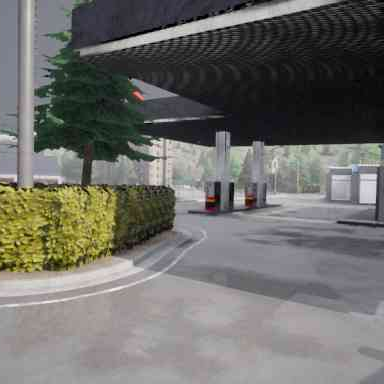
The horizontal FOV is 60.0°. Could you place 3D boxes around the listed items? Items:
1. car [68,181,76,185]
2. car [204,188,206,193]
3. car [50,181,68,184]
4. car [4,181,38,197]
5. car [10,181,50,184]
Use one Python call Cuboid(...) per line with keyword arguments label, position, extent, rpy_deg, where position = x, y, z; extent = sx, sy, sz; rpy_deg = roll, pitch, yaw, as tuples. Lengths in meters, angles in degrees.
Cuboid(label="car", position=(-25.510, -1.285, 68.052), extent=(4.605, 1.855, 1.932), rpy_deg=(2, 2, 35))
Cuboid(label="car", position=(4.818, -0.317, 65.614), extent=(5.027, 1.636, 2.152), rpy_deg=(2, 2, 35))
Cuboid(label="car", position=(-26.845, -1.259, 65.439), extent=(3.866, 1.878, 1.905), rpy_deg=(2, 2, 35))
Cuboid(label="car", position=(-21.810, -0.466, 42.415), extent=(4.605, 1.855, 1.932), rpy_deg=(2, 2, 35))
Cuboid(label="car", position=(-17.271, -0.180, 35.203), extent=(3.866, 1.878, 1.905), rpy_deg=(2, 2, 35))
